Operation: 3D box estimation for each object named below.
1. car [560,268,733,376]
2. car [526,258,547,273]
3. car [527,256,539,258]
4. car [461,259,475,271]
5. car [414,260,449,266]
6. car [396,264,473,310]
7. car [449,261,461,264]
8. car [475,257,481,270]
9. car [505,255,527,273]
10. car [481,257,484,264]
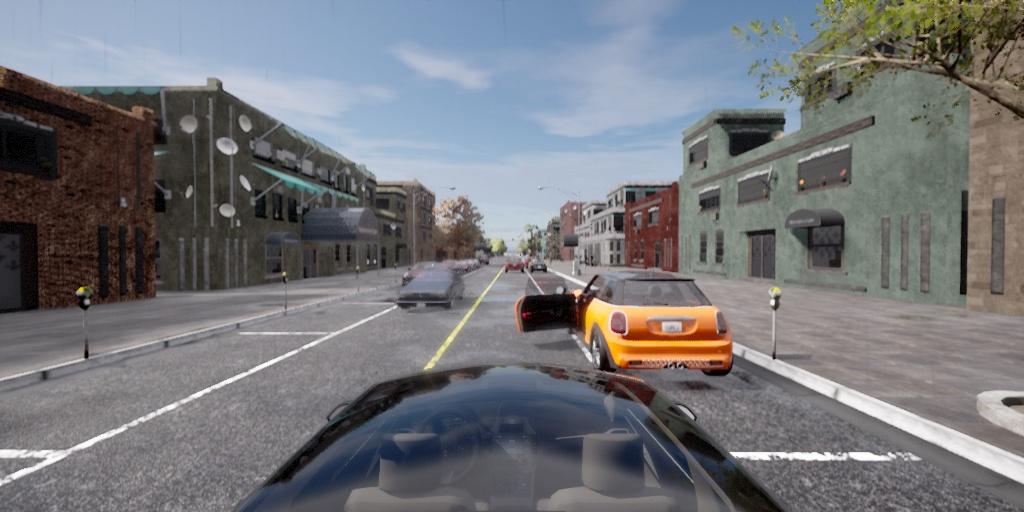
[{"bbox_3d":[2.421,1.078,7.531,2.097,1.767,4.553,0,0,0],"label":"car"},{"bbox_3d":[2.894,1.157,39.573,1.948,1.339,4.313,0,0,0],"label":"car"},{"bbox_3d":[2.925,1.094,45.290,1.751,1.417,4.829,0,0,0],"label":"car"},{"bbox_3d":[-5.486,1.173,39.614,1.802,1.307,4.207,0,0,0],"label":"car"},{"bbox_3d":[-5.574,1.101,22.970,1.967,1.591,4.097,0,0,0],"label":"car"},{"bbox_3d":[-3.031,1.243,14.633,2.033,1.411,5.357,0,0,0],"label":"car"},{"bbox_3d":[-5.544,1.183,28.518,1.888,1.381,4.507,0,0,0],"label":"car"},{"bbox_3d":[-5.457,1.118,45.162,2.007,1.370,4.403,0,0,0],"label":"car"},{"bbox_3d":[0.296,0.940,40.918,2.097,1.767,4.553,0,0,1],"label":"car"},{"bbox_3d":[-5.428,1.127,50.711,1.802,1.307,4.207,0,0,0],"label":"car"}]
